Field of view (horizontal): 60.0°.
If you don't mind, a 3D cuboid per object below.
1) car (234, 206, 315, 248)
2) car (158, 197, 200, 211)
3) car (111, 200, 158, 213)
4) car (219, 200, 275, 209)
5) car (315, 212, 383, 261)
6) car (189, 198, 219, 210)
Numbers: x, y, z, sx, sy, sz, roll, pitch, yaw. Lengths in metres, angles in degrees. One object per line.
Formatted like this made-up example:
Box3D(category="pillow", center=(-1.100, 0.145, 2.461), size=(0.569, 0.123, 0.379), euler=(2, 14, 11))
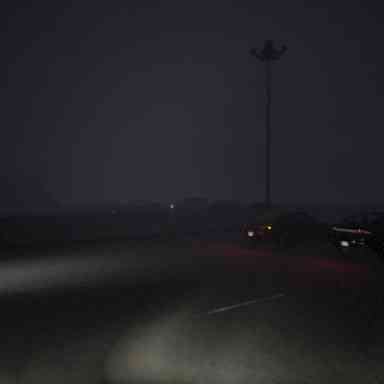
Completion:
Box3D(category="car", center=(4.355, 1.512, 14.619), size=(4.674, 1.442, 1.812), euler=(0, 0, -31))
Box3D(category="car", center=(-0.485, 1.304, 32.152), size=(4.553, 1.767, 2.097), euler=(0, 0, -28))
Box3D(category="car", center=(-5.344, 1.489, 33.510), size=(5.357, 1.411, 2.033), euler=(0, 0, -30))
Box3D(category="car", center=(5.214, 1.518, 27.334), size=(5.357, 1.411, 2.033), euler=(0, 0, -28))
Box3D(category="car", center=(7.140, 1.487, 12.174), size=(4.902, 1.511, 2.128), euler=(0, 0, -30))
Box3D(category="car", center=(2.469, 1.487, 29.796), size=(4.674, 1.442, 1.812), euler=(0, 0, -28))
